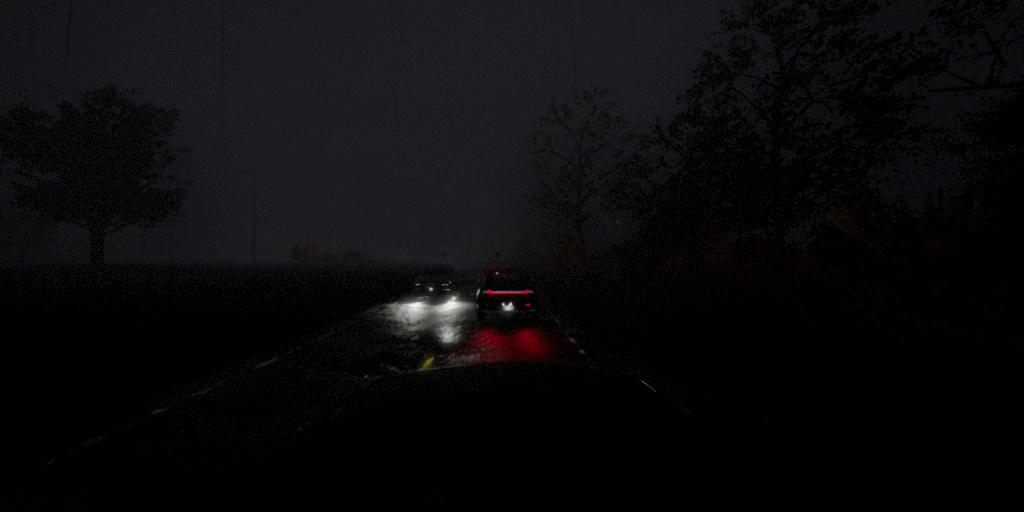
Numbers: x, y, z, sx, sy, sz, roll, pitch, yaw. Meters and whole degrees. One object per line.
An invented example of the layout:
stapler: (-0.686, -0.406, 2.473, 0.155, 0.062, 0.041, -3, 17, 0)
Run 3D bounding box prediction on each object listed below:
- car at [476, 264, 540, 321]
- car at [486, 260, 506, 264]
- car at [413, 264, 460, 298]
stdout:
car: (-0.178, 1.190, 12.181, 2.128, 1.511, 4.902, 0, 0, -2)
car: (-1.308, 1.093, 28.809, 1.882, 1.535, 5.008, 0, 0, -5)
car: (-3.664, 1.178, 17.987, 1.837, 1.490, 4.892, 0, 0, -4)
